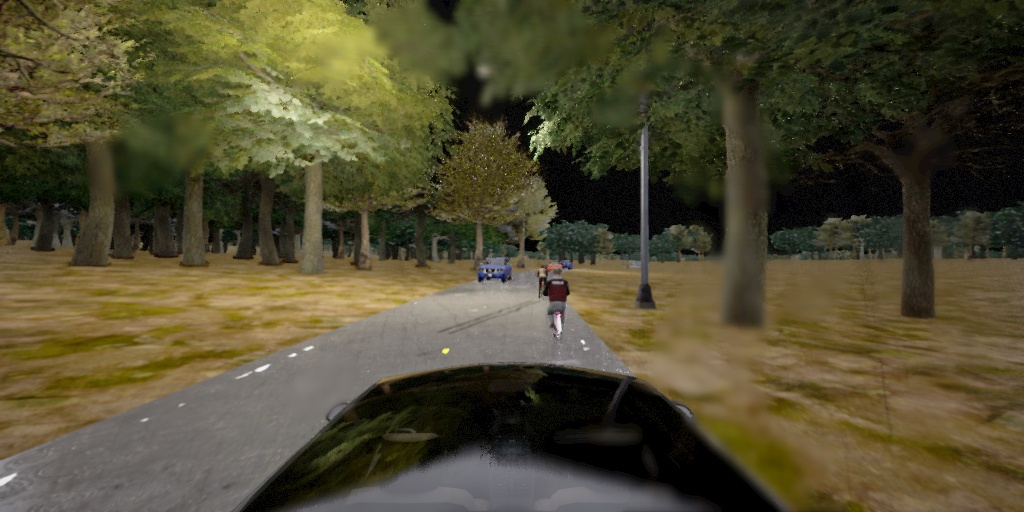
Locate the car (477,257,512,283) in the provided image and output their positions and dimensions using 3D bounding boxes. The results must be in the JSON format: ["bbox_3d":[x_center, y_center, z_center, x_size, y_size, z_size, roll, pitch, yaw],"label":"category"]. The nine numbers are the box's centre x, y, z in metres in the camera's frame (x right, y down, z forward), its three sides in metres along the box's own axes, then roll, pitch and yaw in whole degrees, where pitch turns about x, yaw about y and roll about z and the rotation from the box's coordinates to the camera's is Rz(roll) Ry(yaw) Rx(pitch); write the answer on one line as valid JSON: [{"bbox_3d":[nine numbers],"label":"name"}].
[{"bbox_3d":[-1.322,1.109,29.640,2.150,2.045,5.566,0,-1,7],"label":"car"}]

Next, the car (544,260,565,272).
[{"bbox_3d":[6.903,1.658,57.701,2.097,1.767,4.553,0,-1,13],"label":"car"}]

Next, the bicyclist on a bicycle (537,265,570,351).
[{"bbox_3d":[0.998,1.127,8.099,0.659,1.776,1.843,0,0,2],"label":"bicyclist on a bicycle"}]

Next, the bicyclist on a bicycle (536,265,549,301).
[{"bbox_3d":[1.450,1.242,17.052,0.582,1.620,1.656,0,-1,4],"label":"bicyclist on a bicycle"}]
